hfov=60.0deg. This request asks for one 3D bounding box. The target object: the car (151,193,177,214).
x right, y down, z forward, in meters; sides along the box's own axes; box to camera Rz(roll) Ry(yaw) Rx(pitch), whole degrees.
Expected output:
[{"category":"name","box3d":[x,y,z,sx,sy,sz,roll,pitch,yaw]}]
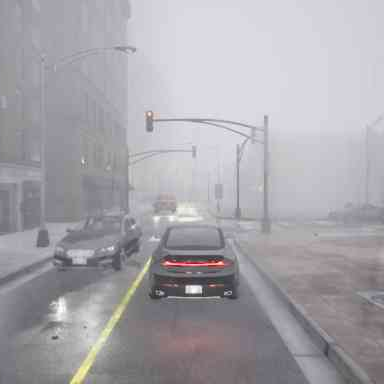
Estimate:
[{"category":"car","box3d":[-2.827,1.232,36.506,2.150,2.045,5.566,0,0,1]}]

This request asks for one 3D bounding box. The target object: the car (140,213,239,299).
[{"category":"car","box3d":[0.060,1.505,8.409,1.837,1.490,4.892,0,0,1]}]

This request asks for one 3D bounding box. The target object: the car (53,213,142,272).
[{"category":"car","box3d":[-2.812,1.492,10.879,2.128,1.511,4.902,0,0,1]}]

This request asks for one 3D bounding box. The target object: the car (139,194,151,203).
[{"category":"car","box3d":[-8.388,1.294,70.081,5.566,2.045,2.150,0,0,9]}]

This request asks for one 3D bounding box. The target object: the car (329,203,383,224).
[{"category":"car","box3d":[12.066,1.515,23.797,4.181,1.385,1.994,0,0,0]}]
